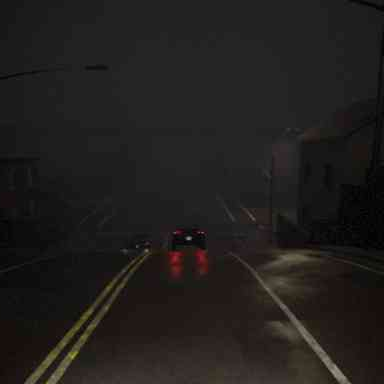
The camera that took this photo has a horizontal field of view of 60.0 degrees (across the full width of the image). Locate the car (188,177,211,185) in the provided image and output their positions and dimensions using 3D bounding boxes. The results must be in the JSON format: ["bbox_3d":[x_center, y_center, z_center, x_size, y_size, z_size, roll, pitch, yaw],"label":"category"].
[{"bbox_3d":[1.537,-2.379,71.687,4.536,1.218,1.853,5,10,28],"label":"car"}]

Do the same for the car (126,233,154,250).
[{"bbox_3d":[-4.025,4.013,26.332,1.837,1.490,4.892,0,-8,-2],"label":"car"}]

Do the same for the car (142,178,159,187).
[{"bbox_3d":[-8.384,-2.110,70.801,4.974,1.542,2.038,8,12,42],"label":"car"}]

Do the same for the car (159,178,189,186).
[{"bbox_3d":[-3.777,-2.107,70.855,4.974,1.542,2.038,-6,11,-36],"label":"car"}]

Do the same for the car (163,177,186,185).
[{"bbox_3d":[-3.735,-2.267,70.863,4.536,1.218,1.853,-6,11,-36],"label":"car"}]

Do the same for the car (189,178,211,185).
[{"bbox_3d":[1.583,-2.220,71.687,4.974,1.542,2.038,5,10,28],"label":"car"}]

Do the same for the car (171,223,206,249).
[{"bbox_3d":[-0.226,2.599,19.290,1.812,1.442,4.674,0,-10,-2],"label":"car"}]

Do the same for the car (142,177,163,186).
[{"bbox_3d":[-8.422,-2.271,70.812,4.536,1.218,1.853,8,12,42],"label":"car"}]
